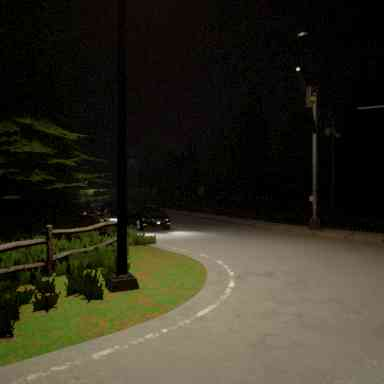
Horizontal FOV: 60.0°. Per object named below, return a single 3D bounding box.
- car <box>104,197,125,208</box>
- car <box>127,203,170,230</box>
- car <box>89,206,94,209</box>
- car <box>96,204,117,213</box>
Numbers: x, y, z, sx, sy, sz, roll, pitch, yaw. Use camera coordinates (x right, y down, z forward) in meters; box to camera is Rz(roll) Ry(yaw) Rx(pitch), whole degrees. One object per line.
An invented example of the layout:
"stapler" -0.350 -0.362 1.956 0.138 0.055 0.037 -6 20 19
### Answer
"car" -11.386 1.517 48.439 2.033 1.411 5.357 0 0 -24
"car" -2.893 1.478 20.716 1.837 1.490 4.892 0 0 -25
"car" -11.219 1.499 39.095 1.812 1.442 4.674 0 0 -24
"car" -7.045 1.537 29.761 1.994 1.385 4.181 0 0 -24
